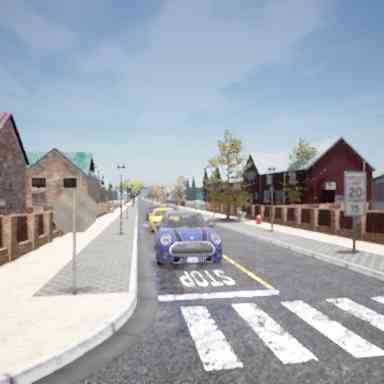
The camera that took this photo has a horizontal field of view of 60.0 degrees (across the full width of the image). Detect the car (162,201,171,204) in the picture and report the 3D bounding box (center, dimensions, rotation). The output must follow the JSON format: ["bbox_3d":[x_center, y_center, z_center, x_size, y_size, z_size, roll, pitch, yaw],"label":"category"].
[{"bbox_3d":[-2.954,2.370,47.343,2.033,1.411,5.357,0,-1,-9],"label":"car"}]

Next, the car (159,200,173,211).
[{"bbox_3d":[-4.599,2.369,57.492,2.097,1.767,4.553,0,-1,-9],"label":"car"}]

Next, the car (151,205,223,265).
[{"bbox_3d":[-0.295,1.525,12.382,2.097,1.767,4.553,0,-1,-8],"label":"car"}]

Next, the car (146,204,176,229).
[{"bbox_3d":[-1.885,1.837,22.377,1.882,1.535,5.008,0,-1,-9],"label":"car"}]

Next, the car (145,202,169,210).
[{"bbox_3d":[-3.776,2.085,34.111,1.837,1.490,4.892,0,-1,-9],"label":"car"}]
